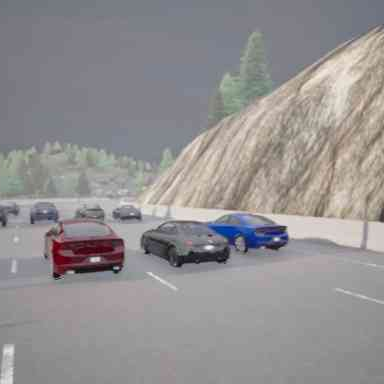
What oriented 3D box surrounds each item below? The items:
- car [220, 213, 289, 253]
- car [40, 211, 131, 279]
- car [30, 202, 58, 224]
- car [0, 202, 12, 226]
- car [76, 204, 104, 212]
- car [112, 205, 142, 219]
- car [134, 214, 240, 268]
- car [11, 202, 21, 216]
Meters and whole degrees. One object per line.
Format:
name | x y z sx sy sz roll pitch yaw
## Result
car | 2.097 1.672 14.897 1.882 1.535 5.008 1 -1 -27
car | -3.609 1.590 10.694 1.882 1.535 5.008 1 -1 -27
car | -12.399 1.627 27.874 2.097 1.767 4.553 1 -1 -26
car | -14.717 1.727 24.669 1.837 1.490 4.892 1 -1 -26
car | -8.671 1.790 28.212 2.128 1.511 4.902 1 -1 -26
car | -6.110 1.910 30.939 1.994 1.385 4.181 1 -1 -26
car | -0.392 1.711 12.090 1.994 1.385 4.181 1 -1 -27
car | -20.524 1.874 37.445 1.812 1.442 4.674 1 -1 -23
